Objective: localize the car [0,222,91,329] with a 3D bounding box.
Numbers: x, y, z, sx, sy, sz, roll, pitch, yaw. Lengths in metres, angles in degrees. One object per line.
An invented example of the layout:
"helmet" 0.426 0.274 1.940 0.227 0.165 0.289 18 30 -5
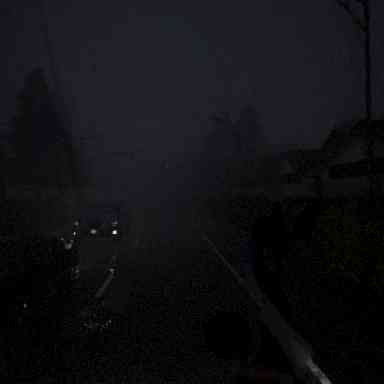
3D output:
"car" -3.997 1.688 7.412 2.033 1.411 5.357 -1 -1 -4

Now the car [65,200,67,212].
"car" -14.109 1.955 41.850 4.902 1.511 2.128 -1 -1 0

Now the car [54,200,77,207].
"car" -28.826 2.533 75.793 4.514 1.523 2.007 -1 -1 -4

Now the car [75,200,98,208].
"car" -20.213 2.339 63.946 3.806 1.475 1.970 -1 -1 -4

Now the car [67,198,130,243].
"car" -4.656 1.481 17.906 2.150 2.045 5.566 -1 -1 -4

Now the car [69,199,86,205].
"car" -29.479 2.668 85.763 3.633 1.501 1.845 -1 -1 -4

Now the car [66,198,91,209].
"car" -20.596 2.026 60.590 3.866 1.878 1.905 -1 -1 -4
